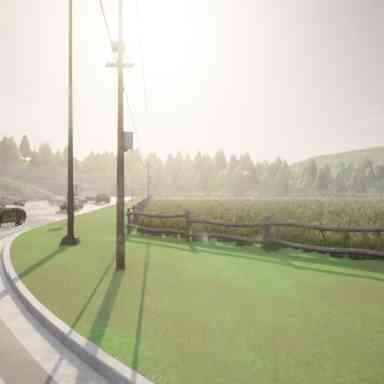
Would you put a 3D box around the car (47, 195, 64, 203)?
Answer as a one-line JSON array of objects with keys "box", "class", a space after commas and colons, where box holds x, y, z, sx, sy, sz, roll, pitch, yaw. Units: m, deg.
[{"box": [-28.157, 1.474, 68.715, 1.882, 1.535, 5.008, 0, 0, -6], "class": "car"}]

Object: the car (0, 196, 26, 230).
[{"box": [-12.062, 1.220, 20.046, 2.150, 2.045, 5.566, 0, 0, -6], "class": "car"}]

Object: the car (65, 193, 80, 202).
[{"box": [-24.650, 1.184, 68.770, 2.097, 1.767, 4.553, 0, 0, -6], "class": "car"}]

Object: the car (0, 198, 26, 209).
[{"box": [-25.654, 1.544, 47.128, 2.033, 1.411, 5.357, 0, 0, -6], "class": "car"}]

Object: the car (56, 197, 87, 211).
[{"box": [-14.263, 1.599, 39.754, 1.895, 1.301, 4.718, 0, 0, -6], "class": "car"}]

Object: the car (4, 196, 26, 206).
[{"box": [-30.281, 1.522, 57.104, 1.812, 1.442, 4.674, 0, 0, -6], "class": "car"}]

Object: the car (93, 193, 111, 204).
[{"box": [-16.940, 1.218, 63.700, 2.150, 2.045, 5.566, 0, 0, -6], "class": "car"}]

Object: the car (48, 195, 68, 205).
[{"box": [-23.553, 1.523, 58.952, 1.812, 1.442, 4.674, 0, 0, -6], "class": "car"}]

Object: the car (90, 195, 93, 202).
[{"box": [-21.175, 1.329, 69.188, 1.837, 1.490, 4.892, 0, 0, -6], "class": "car"}]

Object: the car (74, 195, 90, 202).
[{"box": [-20.067, 1.598, 59.277, 1.895, 1.301, 4.718, 0, 0, -6], "class": "car"}]
